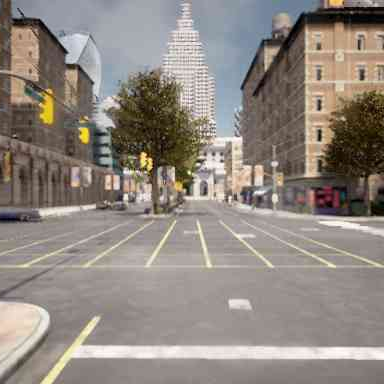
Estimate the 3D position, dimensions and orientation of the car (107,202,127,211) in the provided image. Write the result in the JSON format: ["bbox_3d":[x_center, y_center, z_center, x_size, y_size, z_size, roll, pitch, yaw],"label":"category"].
[{"bbox_3d":[-11.493,2.234,52.505,1.994,1.385,4.181,0,-1,0],"label":"car"}]

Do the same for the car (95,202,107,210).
[{"bbox_3d":[-14.742,2.305,55.878,1.895,1.301,4.718,0,-1,0],"label":"car"}]

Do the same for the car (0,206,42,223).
[{"bbox_3d":[-15.800,1.910,28.366,5.357,1.411,2.033,0,-1,-33],"label":"car"}]
